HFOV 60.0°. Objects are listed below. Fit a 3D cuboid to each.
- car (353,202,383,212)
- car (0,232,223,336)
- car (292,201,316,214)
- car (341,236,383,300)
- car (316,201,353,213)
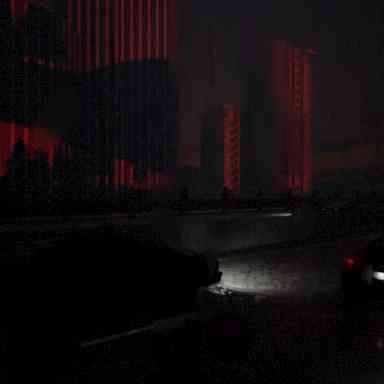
[{"bbox_3d":[16.501,1.564,28.666,5.357,1.411,2.033,0,0,-35],"label":"car"},{"bbox_3d":[-1.922,1.548,6.675,5.357,1.411,2.033,0,0,-36],"label":"car"},{"bbox_3d":[12.175,1.580,34.175,4.181,1.385,1.994,0,0,-35],"label":"car"},{"bbox_3d":[5.231,1.569,7.480,4.181,1.385,1.994,0,0,-36],"label":"car"},{"bbox_3d":[14.115,1.542,31.261,4.674,1.442,1.812,0,0,-35],"label":"car"}]
